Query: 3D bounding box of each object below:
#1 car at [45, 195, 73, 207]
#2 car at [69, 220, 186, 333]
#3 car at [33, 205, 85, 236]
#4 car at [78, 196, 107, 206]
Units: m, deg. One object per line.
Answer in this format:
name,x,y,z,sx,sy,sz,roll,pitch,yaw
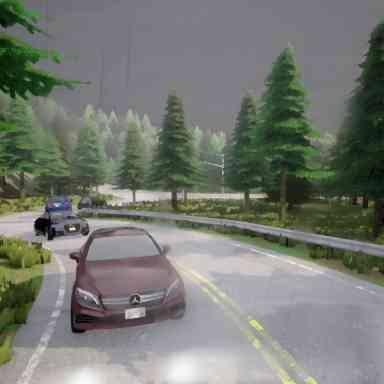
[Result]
car,-12.873,1.326,32.236,2.150,2.045,5.566,-1,0,-18
car,-1.524,1.523,7.095,1.812,1.442,4.674,-2,0,-17
car,-7.077,1.663,17.843,1.994,1.385,4.181,-4,2,-38
car,-12.732,1.289,42.827,2.097,1.767,4.553,2,2,13
